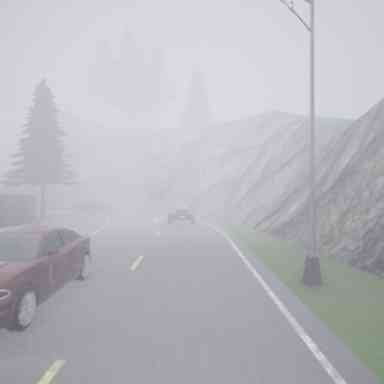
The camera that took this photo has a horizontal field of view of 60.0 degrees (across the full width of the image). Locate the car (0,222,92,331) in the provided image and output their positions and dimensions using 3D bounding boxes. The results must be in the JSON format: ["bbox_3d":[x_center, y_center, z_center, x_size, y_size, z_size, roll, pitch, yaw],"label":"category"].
[{"bbox_3d":[-3.628,1.478,7.061,1.882,1.535,5.008,0,0,0],"label":"car"}]

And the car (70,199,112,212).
[{"bbox_3d":[-11.411,1.529,37.665,4.674,1.442,1.812,0,-1,10],"label":"car"}]

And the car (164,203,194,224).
[{"bbox_3d":[-0.997,1.528,24.741,1.812,1.442,4.674,0,0,-10],"label":"car"}]
